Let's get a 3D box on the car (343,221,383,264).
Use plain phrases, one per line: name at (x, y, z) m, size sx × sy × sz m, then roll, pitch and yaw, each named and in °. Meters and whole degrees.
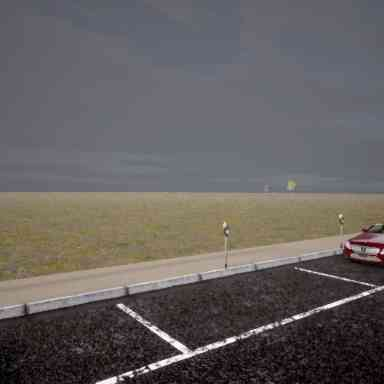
car at (6.637, 1.584, 10.792) m, size 4.206 × 1.307 × 1.802 m, roll 0°, pitch 1°, yaw -35°
